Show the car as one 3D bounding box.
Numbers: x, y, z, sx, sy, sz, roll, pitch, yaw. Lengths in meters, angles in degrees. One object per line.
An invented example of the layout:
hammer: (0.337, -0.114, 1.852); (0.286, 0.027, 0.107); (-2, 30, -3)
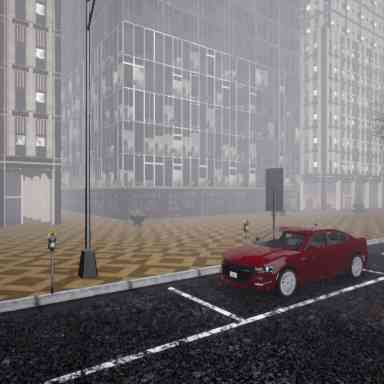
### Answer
car: (2.724, 1.545, 8.515); (4.507, 1.381, 1.887); (0, 0, -36)
